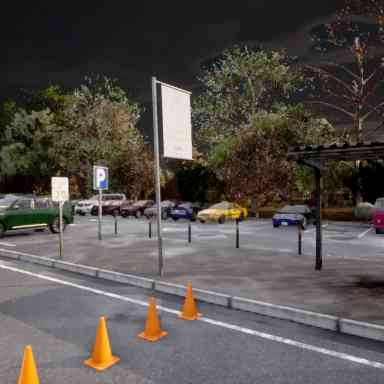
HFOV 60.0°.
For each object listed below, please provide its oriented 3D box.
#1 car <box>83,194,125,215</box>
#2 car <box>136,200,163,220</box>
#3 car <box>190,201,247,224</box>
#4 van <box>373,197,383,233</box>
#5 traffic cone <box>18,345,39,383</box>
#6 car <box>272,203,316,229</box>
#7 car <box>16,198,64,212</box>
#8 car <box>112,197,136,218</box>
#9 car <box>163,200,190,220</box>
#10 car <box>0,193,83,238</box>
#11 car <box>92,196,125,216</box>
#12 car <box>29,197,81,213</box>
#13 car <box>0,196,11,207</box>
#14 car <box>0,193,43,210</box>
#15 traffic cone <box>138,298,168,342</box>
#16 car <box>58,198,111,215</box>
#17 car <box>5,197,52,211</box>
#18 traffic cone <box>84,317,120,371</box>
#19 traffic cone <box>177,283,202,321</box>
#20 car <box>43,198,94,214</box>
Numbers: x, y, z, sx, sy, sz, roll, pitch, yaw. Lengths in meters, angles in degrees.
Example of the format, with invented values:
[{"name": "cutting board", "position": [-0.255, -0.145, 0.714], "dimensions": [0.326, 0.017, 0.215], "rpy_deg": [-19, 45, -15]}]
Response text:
[{"name": "car", "position": [-8.906, 1.212, 33.278], "dimensions": [2.435, 2.045, 5.566], "rpy_deg": [0, 0, 35]}, {"name": "car", "position": [-2.073, 1.473, 28.518], "dimensions": [2.231, 1.521, 4.892], "rpy_deg": [0, 0, 35]}, {"name": "car", "position": [2.357, 1.475, 25.169], "dimensions": [1.946, 1.575, 5.366], "rpy_deg": [0, 0, 35]}, {"name": "van", "position": [11.614, 1.264, 19.032], "dimensions": [1.878, 1.987, 4.442], "rpy_deg": [0, 0, 35]}, {"name": "traffic cone", "position": [-1.767, 1.957, 3.587], "dimensions": [0.340, 0.580, 0.340], "rpy_deg": [0, 0, 35]}, {"name": "car", "position": [6.989, 1.513, 22.104], "dimensions": [2.163, 1.488, 4.792], "rpy_deg": [0, 0, 35]}, {"name": "car", "position": [-17.989, 1.469, 39.662], "dimensions": [2.163, 1.488, 4.792], "rpy_deg": [0, 0, 35]}, {"name": "car", "position": [-4.345, 1.469, 30.113], "dimensions": [2.097, 1.535, 5.008], "rpy_deg": [0, 0, 35]}, {"name": "car", "position": [0.210, 1.504, 26.941], "dimensions": [2.163, 1.488, 4.792], "rpy_deg": [0, 0, 35]}, {"name": "car", "position": [-8.903, 1.221, 17.289], "dimensions": [2.435, 2.045, 5.566], "rpy_deg": [0, 0, 35]}, {"name": "car", "position": [-6.616, 1.466, 31.710], "dimensions": [2.097, 1.535, 5.008], "rpy_deg": [0, 0, 35]}, {"name": "car", "position": [-15.598, 1.444, 38.243], "dimensions": [1.946, 1.575, 5.366], "rpy_deg": [0, 0, 35]}, {"name": "car", "position": [-29.225, 1.332, 47.823], "dimensions": [1.946, 1.575, 5.366], "rpy_deg": [1, 0, 35]}, {"name": "car", "position": [-22.534, 1.153, 42.858], "dimensions": [2.435, 2.045, 5.566], "rpy_deg": [0, 0, 35]}, {"name": "traffic cone", "position": [-0.617, 1.957, 5.220], "dimensions": [0.340, 0.580, 0.340], "rpy_deg": [0, 0, 35]}, {"name": "car", "position": [-11.163, 1.461, 34.892], "dimensions": [2.231, 1.521, 4.892], "rpy_deg": [0, 0, 35]}, {"name": "car", "position": [-20.232, 1.452, 41.310], "dimensions": [2.163, 1.488, 4.792], "rpy_deg": [0, 0, 35]}, {"name": "traffic cone", "position": [-1.192, 1.957, 4.404], "dimensions": [0.340, 0.580, 0.340], "rpy_deg": [0, 0, 35]}, {"name": "traffic cone", "position": [-0.042, 1.957, 6.036], "dimensions": [0.340, 0.580, 0.340], "rpy_deg": [0, 0, 36]}, {"name": "car", "position": [-13.435, 1.455, 36.490], "dimensions": [2.097, 1.535, 5.008], "rpy_deg": [0, 0, 35]}]
